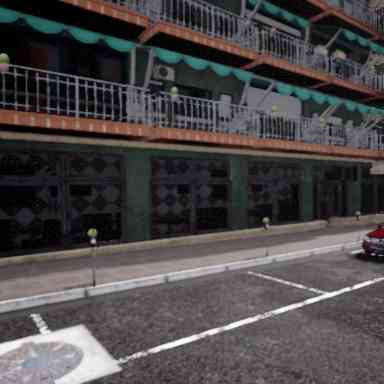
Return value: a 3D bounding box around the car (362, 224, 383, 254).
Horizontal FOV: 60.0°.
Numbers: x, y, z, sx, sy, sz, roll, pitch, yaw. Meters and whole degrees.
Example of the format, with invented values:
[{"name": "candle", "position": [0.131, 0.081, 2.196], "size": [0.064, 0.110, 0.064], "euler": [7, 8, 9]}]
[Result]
[{"name": "car", "position": [7.991, 1.576, 12.281], "size": [4.206, 1.307, 1.802], "euler": [0, -1, -35]}]
